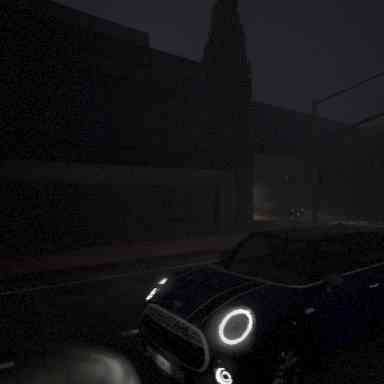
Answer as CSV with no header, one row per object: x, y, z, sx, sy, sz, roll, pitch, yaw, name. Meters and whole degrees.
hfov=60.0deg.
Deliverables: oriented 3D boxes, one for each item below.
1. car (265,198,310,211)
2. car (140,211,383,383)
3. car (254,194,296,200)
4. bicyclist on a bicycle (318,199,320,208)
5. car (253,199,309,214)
11.912,1.547,41.814,2.033,1.411,5.357,0,0,-37,car
1.500,1.352,5.086,4.553,1.767,2.097,0,0,-36,car
8.689,1.221,34.151,2.150,2.045,5.566,0,0,-36,car
16.217,1.303,43.256,1.656,1.620,0.582,0,0,-37,bicyclist on a bicycle
7.626,1.601,29.720,1.895,1.301,4.718,0,0,-37,car
